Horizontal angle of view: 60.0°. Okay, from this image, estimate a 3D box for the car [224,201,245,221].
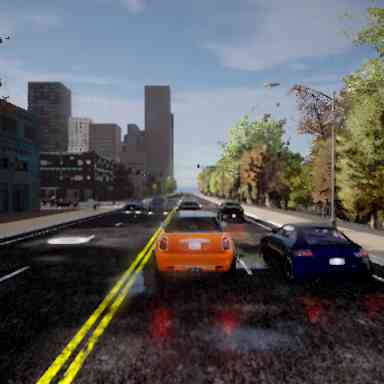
[{"bbox_3d":[3.052,1.497,26.935,1.837,1.490,4.892,0,0,-1],"label":"car"}]

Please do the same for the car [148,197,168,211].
[{"bbox_3d":[-3.806,1.343,38.431,2.097,1.767,4.553,0,0,-1],"label":"car"}]

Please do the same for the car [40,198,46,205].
[{"bbox_3d":[-29.188,1.804,62.540,4.403,1.369,2.008,-1,1,-1],"label":"car"}]

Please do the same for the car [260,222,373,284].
[{"bbox_3d":[3.306,1.561,9.619,1.994,1.385,4.181,0,0,-1],"label":"car"}]

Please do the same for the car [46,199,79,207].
[{"bbox_3d":[-20.713,1.808,54.169,4.313,1.339,1.947,-1,1,-1],"label":"car"}]

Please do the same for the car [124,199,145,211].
[{"bbox_3d":[-7.088,1.539,41.592,2.033,1.411,5.357,0,0,0],"label":"car"}]

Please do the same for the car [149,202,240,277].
[{"bbox_3d":[0.047,1.349,10.356,2.097,1.767,4.553,0,0,-1],"label":"car"}]
